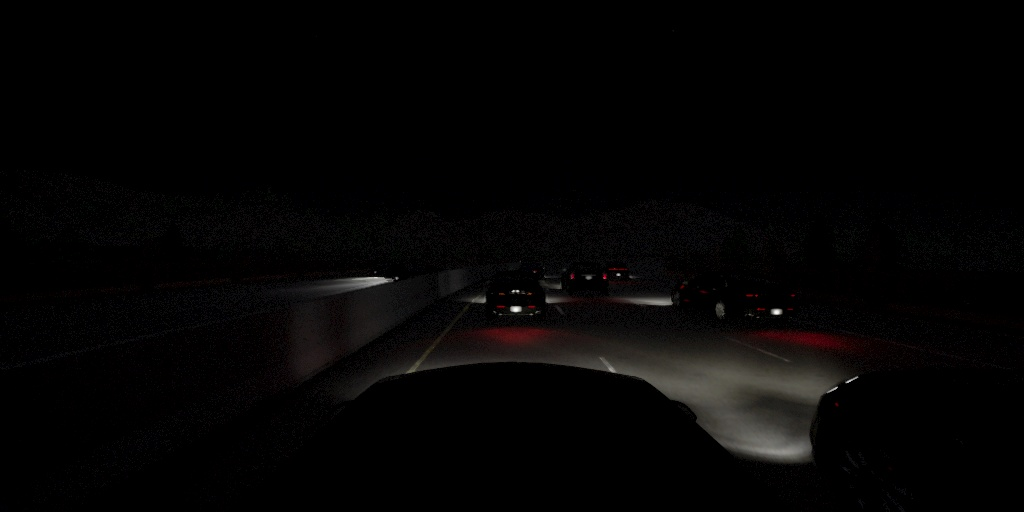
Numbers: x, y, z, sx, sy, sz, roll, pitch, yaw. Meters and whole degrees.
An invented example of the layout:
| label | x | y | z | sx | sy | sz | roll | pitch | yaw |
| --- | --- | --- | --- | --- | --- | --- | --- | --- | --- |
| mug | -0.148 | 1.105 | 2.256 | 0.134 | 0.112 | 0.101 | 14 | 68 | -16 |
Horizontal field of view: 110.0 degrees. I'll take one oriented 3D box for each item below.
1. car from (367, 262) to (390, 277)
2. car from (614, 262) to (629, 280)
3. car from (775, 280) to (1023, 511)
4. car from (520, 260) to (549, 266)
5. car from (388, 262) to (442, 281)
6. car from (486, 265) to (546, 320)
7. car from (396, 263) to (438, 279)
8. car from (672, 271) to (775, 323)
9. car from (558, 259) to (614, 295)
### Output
| label | x | y | z | sx | sy | sz | roll | pitch | yaw |
| --- | --- | --- | --- | --- | --- | --- | --- | --- | --- |
| car | -11.953 | 1.283 | 34.334 | 1.994 | 1.385 | 4.181 | 0 | 0 | 12 |
| car | 8.914 | 1.228 | 30.899 | 1.837 | 1.490 | 4.892 | 0 | 0 | 11 |
| car | 3.600 | 1.103 | 1.172 | 2.097 | 1.767 | 4.553 | 0 | 0 | 0 |
| car | 1.688 | 1.270 | 30.615 | 2.033 | 1.411 | 5.357 | 0 | 0 | 11 |
| car | -6.365 | 1.276 | 25.094 | 2.033 | 1.411 | 5.357 | 0 | 0 | 6 |
| car | 0.132 | 1.245 | 12.519 | 1.837 | 1.490 | 4.892 | 0 | 0 | 1 |
| car | -8.645 | 1.321 | 33.241 | 1.895 | 1.301 | 4.718 | 0 | 0 | 11 |
| car | 7.127 | 1.245 | 12.044 | 1.837 | 1.490 | 4.892 | 0 | 0 | 1 |
| car | 3.921 | 1.085 | 19.776 | 2.097 | 1.767 | 4.553 | 0 | 0 | 4 |
